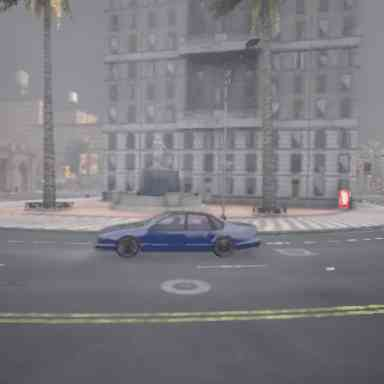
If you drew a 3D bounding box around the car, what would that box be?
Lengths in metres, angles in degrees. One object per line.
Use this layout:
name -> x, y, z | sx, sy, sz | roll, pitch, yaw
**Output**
car -> -0.416, 1.338, 11.160 | 5.357, 1.411, 2.033 | 1, 1, -8
